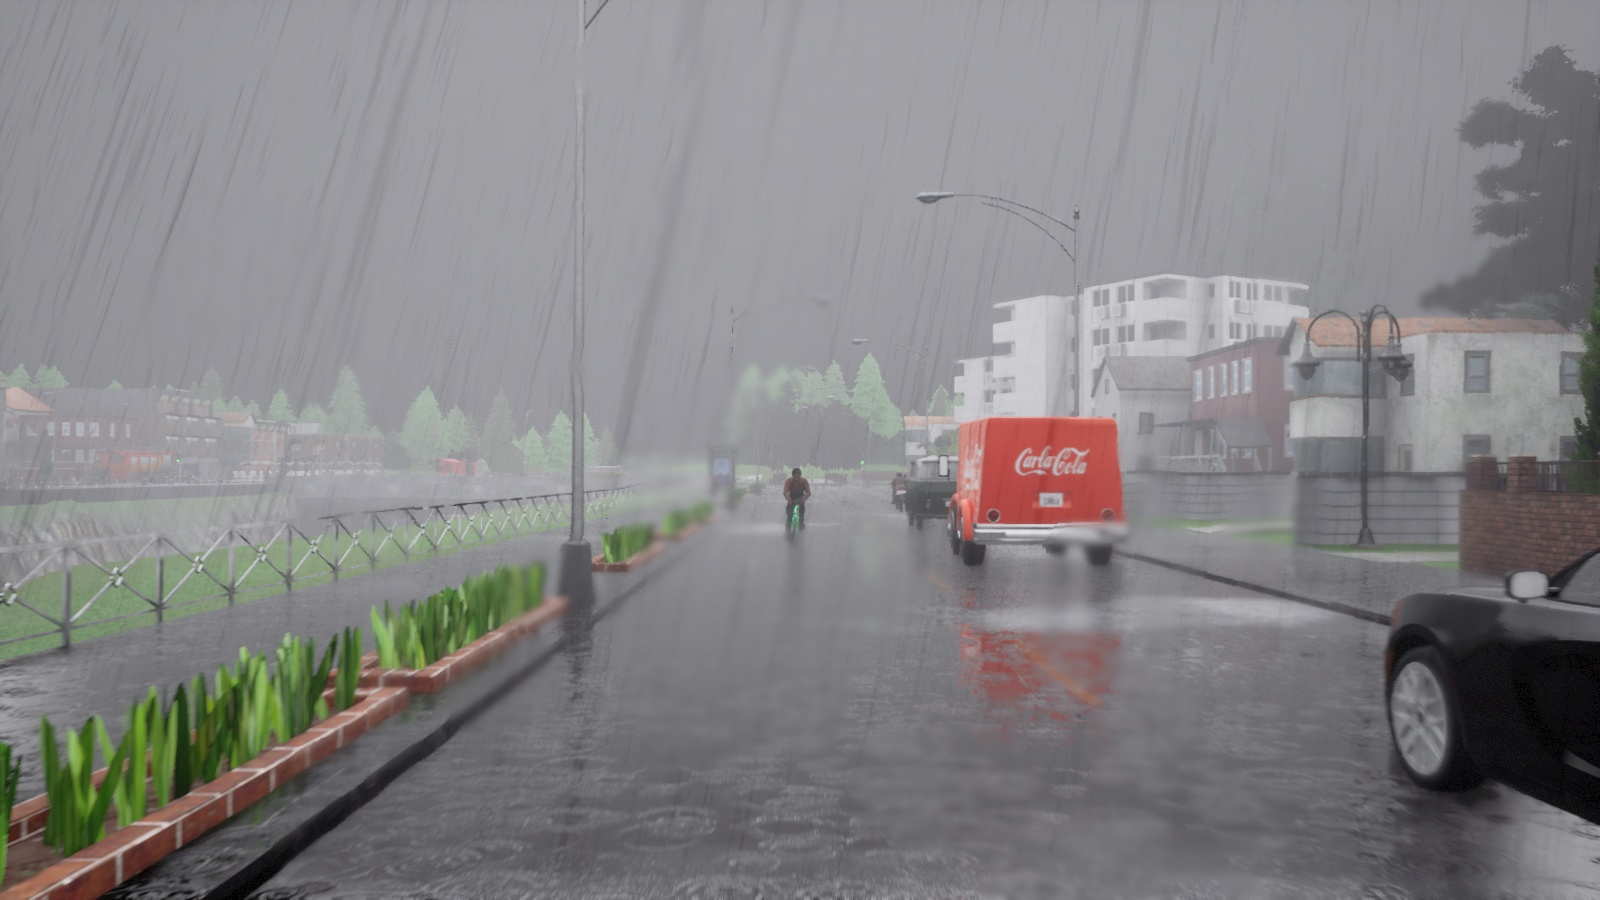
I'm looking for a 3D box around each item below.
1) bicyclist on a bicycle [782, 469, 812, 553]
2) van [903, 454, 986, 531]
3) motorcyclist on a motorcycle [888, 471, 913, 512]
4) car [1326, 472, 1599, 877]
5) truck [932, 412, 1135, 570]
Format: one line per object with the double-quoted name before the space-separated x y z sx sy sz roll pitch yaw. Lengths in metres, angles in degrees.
"bicyclist on a bicycle" -0.059 1.186 25.011 0.582 1.620 1.656 0 -1 0
"van" 3.918 1.132 34.653 1.775 1.987 4.442 0 -1 0
"motorcyclist on a motorcycle" 3.886 1.597 48.753 0.797 1.523 2.044 0 -1 0
"car" 3.989 0.856 4.748 1.882 1.535 5.008 0 -1 0
"truck" 3.946 0.687 22.378 2.627 2.467 5.204 0 -1 0
